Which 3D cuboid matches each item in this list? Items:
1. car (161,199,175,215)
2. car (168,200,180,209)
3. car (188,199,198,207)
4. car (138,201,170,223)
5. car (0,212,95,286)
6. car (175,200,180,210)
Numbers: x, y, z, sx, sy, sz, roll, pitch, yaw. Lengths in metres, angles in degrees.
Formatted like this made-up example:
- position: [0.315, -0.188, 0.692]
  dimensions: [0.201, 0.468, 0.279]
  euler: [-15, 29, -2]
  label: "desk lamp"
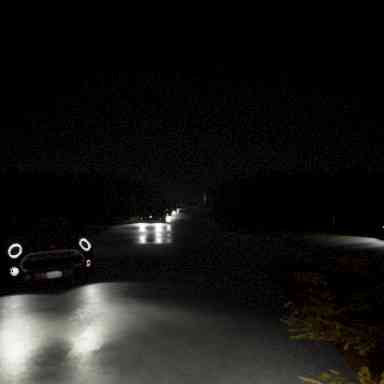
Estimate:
- position: [-3.130, 1.694, 36.131]
  dimensions: [1.837, 1.490, 4.892]
  euler: [0, 0, 0]
  label: "car"
- position: [-3.053, 2.059, 56.849]
  dimensions: [1.837, 1.490, 4.892]
  euler: [0, -1, 1]
  label: "car"
- position: [0.224, 2.270, 68.909]
  dimensions: [2.128, 1.511, 4.902]
  euler: [0, -1, 0]
  label: "car"
- position: [-3.141, 1.727, 27.295]
  dimensions: [1.994, 1.385, 4.181]
  euler: [0, -1, 0]
  label: "car"
- position: [-4.359, 1.399, 9.651]
  dimensions: [2.097, 1.767, 4.553]
  euler: [0, -2, -31]
  label: "car"
- position: [-3.104, 1.775, 46.267]
  dimensions: [2.128, 1.511, 4.902]
  euler: [0, -1, 0]
  label: "car"
